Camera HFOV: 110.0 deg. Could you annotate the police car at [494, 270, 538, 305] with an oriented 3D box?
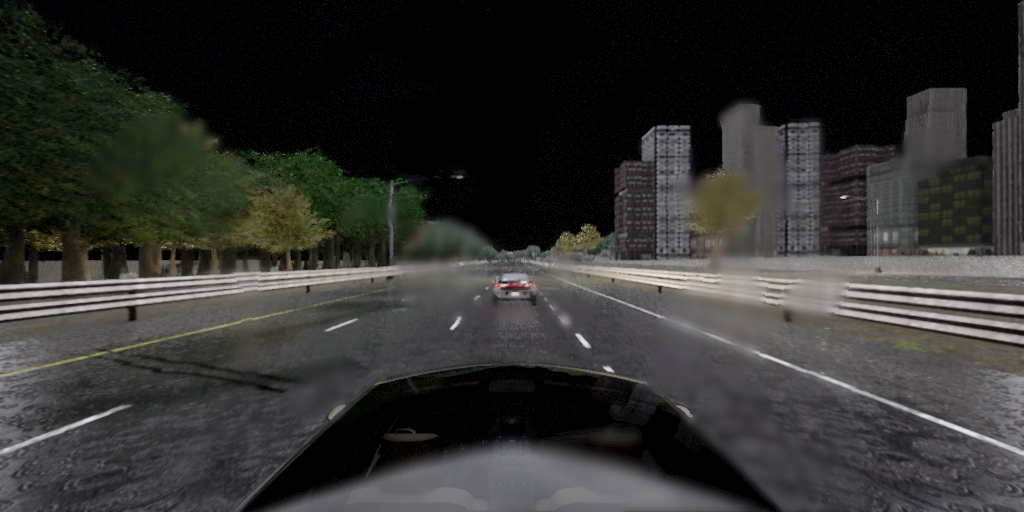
[{"bbox_3d":[0.131,1.489,17.506,2.038,1.542,4.974,0,-1,-1],"label":"police car"}]
